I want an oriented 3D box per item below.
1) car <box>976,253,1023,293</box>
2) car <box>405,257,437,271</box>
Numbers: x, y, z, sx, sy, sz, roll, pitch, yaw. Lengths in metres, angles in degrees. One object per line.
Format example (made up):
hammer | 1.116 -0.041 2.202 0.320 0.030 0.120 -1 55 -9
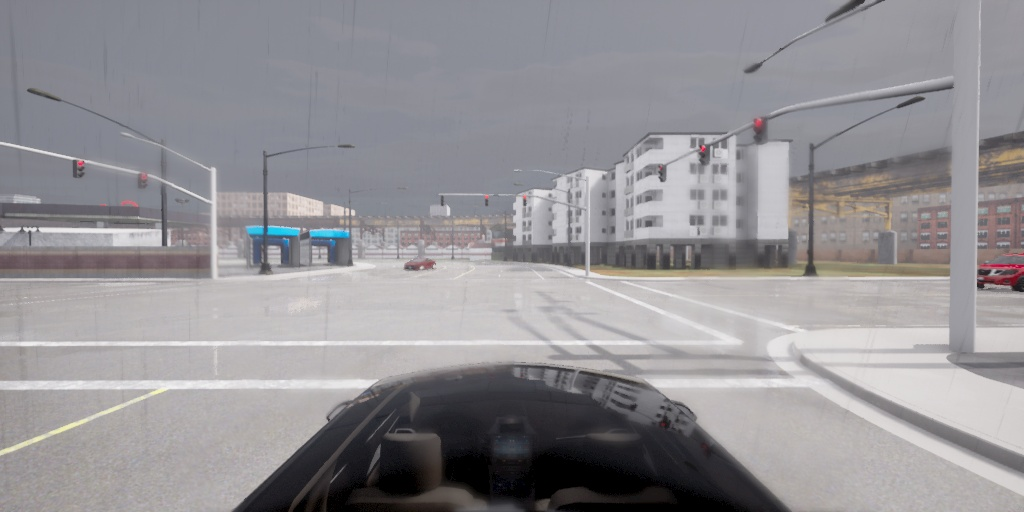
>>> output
car | 27.899 0.852 19.340 5.566 2.045 2.150 0 1 -1
car | -10.289 0.913 40.621 1.882 1.535 5.008 0 2 13
